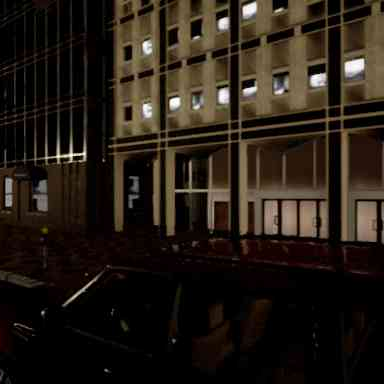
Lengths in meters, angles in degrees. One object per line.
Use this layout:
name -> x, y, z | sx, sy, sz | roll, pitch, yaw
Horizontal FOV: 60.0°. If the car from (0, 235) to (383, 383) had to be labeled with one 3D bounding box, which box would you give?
car -> 0.193, 1.314, 2.740 | 5.009, 1.841, 2.192 | 0, 0, 35
